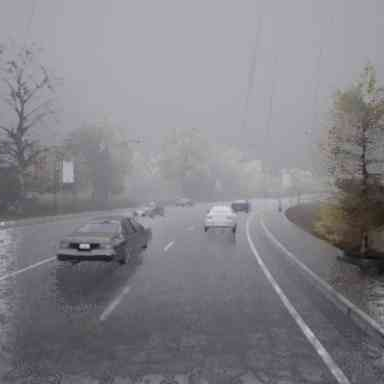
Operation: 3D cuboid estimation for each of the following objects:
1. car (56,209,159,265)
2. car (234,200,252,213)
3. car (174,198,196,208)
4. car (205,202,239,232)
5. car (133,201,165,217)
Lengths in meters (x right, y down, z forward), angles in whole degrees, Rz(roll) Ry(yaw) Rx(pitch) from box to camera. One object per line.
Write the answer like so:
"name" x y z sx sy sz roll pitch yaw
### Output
"car" -2.788 1.569 11.804 2.033 1.411 5.357 0 0 5
"car" 5.744 1.603 38.376 1.882 1.535 5.008 0 0 16
"car" -0.957 1.667 52.222 2.033 1.411 5.357 0 0 21
"car" 1.853 1.588 20.738 1.812 1.442 4.674 0 0 8
"car" -3.798 1.551 29.774 2.128 1.511 4.902 0 0 12
